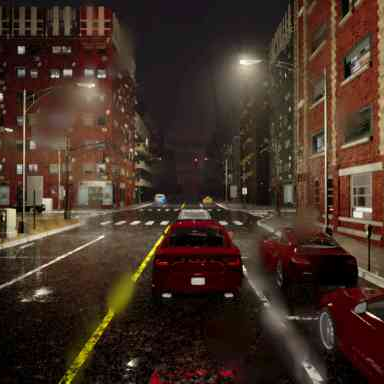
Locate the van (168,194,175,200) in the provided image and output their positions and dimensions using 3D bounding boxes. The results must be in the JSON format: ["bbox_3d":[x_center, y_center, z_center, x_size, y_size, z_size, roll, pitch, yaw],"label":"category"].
[{"bbox_3d":[-5.599,1.375,92.082,1.690,1.788,3.998,1,0,0],"label":"van"}]

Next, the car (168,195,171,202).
[{"bbox_3d":[-5.626,1.602,63.820,1.802,1.307,4.206,1,0,0],"label":"car"}]

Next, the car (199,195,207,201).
[{"bbox_3d":[2.773,1.597,86.383,1.947,1.339,4.313,1,0,0],"label":"car"}]

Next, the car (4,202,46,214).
[{"bbox_3d":[-18.680,1.730,37.269,4.313,1.339,1.947,0,-1,0],"label":"car"}]

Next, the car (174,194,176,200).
[{"bbox_3d":[-5.611,1.553,80.607,1.752,1.417,4.829,1,0,0],"label":"car"}]

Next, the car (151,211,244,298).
[{"bbox_3d":[0.105,1.480,8.549,1.882,1.535,5.008,0,0,0],"label":"car"}]

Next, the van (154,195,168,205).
[{"bbox_3d":[-5.627,1.359,58.168,1.690,1.788,3.998,1,0,0],"label":"van"}]

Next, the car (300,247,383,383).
[{"bbox_3d":[2.670,1.583,3.213,1.802,1.307,4.206,1,0,0],"label":"car"}]

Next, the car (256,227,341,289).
[{"bbox_3d":[2.845,1.584,8.869,1.802,1.307,4.206,1,0,0],"label":"car"}]

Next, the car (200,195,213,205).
[{"bbox_3d":[2.750,1.543,58.292,1.752,1.417,4.829,1,0,0],"label":"car"}]

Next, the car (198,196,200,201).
[{"bbox_3d":[2.769,1.572,80.732,1.887,1.381,4.507,1,0,0],"label":"car"}]

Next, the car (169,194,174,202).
[{"bbox_3d":[-5.617,1.607,75.125,1.802,1.307,4.206,1,0,0],"label":"car"}]

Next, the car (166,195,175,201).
[{"bbox_3d":[-5.607,1.582,86.429,2.008,1.369,4.403,1,0,0],"label":"car"}]
